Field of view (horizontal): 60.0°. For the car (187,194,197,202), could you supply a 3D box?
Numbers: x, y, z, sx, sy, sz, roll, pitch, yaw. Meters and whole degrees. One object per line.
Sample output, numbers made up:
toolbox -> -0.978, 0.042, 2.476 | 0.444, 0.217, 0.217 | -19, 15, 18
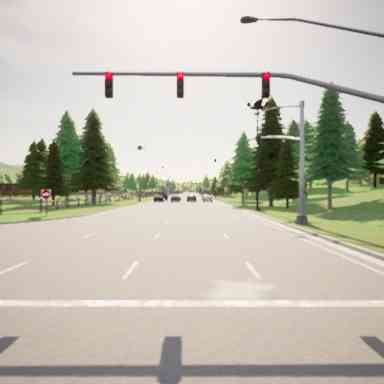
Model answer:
car -> -0.082, 1.260, 71.287 | 2.097, 1.767, 4.553 | 0, 0, 0

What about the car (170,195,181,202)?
car -> -3.582, 1.405, 70.930 | 1.837, 1.490, 4.892 | 0, 0, 0

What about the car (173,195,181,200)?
car -> -3.594, 1.328, 81.380 | 1.895, 1.301, 4.718 | 0, 0, 0

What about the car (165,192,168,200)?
car -> -7.094, 0.959, 81.375 | 2.150, 2.045, 5.566 | 0, 0, 0

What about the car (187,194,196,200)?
car -> -0.094, 1.286, 81.354 | 1.994, 1.385, 4.181 | 0, 0, 0

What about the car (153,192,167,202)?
car -> -7.082, 1.383, 70.926 | 1.882, 1.535, 5.008 | 0, 0, 0

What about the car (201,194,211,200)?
car -> 3.406, 1.258, 81.358 | 2.128, 1.511, 4.902 | 0, 0, 0

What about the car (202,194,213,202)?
car -> 3.417, 1.430, 71.355 | 1.812, 1.442, 4.674 | 0, 0, 0
